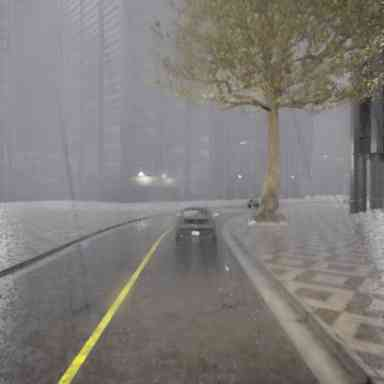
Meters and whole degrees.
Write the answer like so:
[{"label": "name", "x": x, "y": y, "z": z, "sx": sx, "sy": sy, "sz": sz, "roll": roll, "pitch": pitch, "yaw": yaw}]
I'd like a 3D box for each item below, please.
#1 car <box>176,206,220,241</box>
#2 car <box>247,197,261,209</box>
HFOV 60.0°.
[{"label": "car", "x": 0.267, "y": 1.457, "z": 16.337, "sx": 1.837, "sy": 1.490, "sz": 4.892, "roll": 0, "pitch": 1, "yaw": 3}, {"label": "car", "x": 8.503, "y": 1.354, "z": 41.428, "sx": 1.837, "sy": 1.490, "sz": 4.892, "roll": -1, "pitch": 0, "yaw": 33}]
